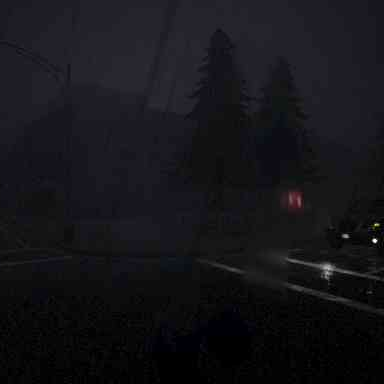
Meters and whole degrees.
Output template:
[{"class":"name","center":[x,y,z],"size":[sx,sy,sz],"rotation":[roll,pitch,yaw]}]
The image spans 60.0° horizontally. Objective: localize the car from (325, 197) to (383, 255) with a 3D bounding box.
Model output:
[{"class":"car","center":[7.795,1.248,13.692],"size":[5.566,2.045,2.150],"rotation":[0,0,-36]}]
